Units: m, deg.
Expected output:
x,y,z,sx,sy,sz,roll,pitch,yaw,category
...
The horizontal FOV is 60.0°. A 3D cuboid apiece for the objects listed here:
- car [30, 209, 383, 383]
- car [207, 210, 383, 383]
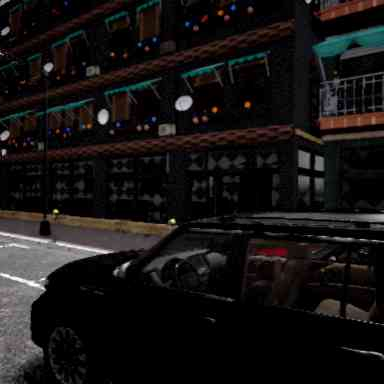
x,y,z,sx,sy,sz,roll,pitch,yaw,category
0.707,1.204,3.460,5.566,2.045,2.150,1,0,33,car
2.922,1.318,4.476,5.009,1.841,2.192,1,0,36,car
